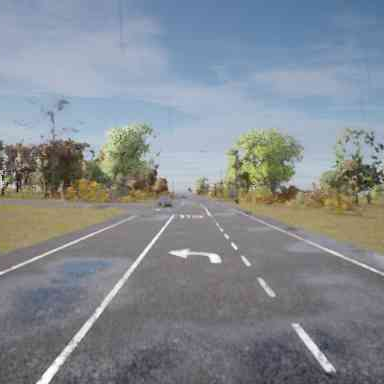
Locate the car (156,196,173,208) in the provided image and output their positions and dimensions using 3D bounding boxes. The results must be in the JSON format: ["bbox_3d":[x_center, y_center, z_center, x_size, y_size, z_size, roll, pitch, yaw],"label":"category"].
[{"bbox_3d":[-3.479,1.276,42.690,1.837,1.490,4.892,1,0,0],"label":"car"}]
